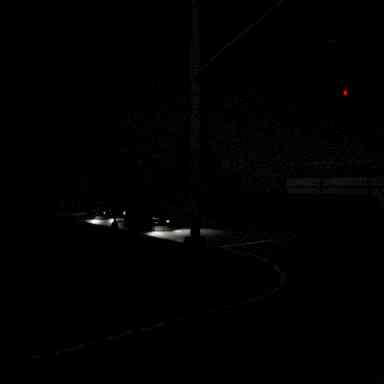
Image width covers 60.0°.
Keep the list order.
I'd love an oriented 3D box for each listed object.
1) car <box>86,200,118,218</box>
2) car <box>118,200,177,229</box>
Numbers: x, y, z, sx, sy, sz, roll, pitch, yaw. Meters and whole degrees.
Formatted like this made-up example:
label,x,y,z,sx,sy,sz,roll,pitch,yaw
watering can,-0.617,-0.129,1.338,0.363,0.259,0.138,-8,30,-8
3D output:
label,x,y,z,sx,sy,sz,roll,pitch,yaw
car,-8.386,1.505,30.084,1.837,1.490,4.892,0,0,-26
car,-2.860,1.505,21.838,1.837,1.490,4.892,0,0,-36
